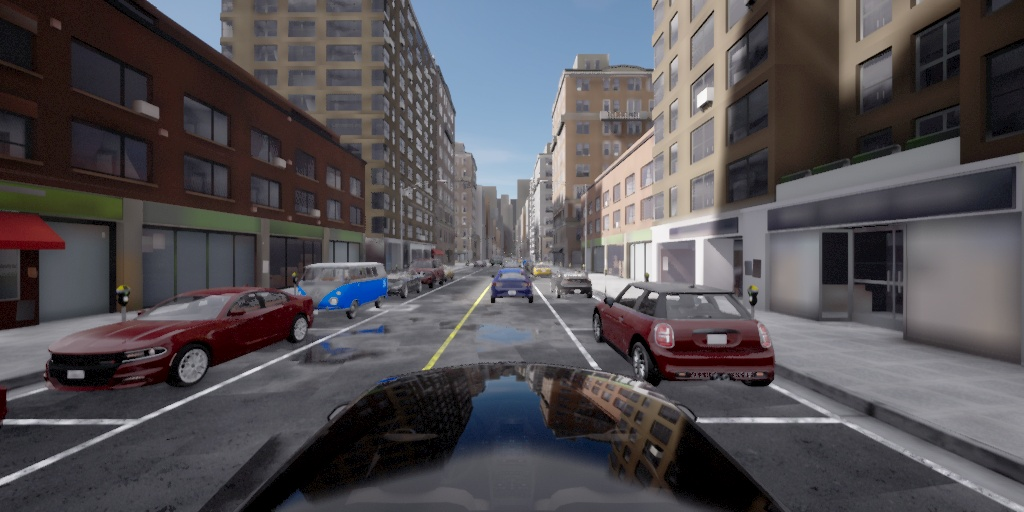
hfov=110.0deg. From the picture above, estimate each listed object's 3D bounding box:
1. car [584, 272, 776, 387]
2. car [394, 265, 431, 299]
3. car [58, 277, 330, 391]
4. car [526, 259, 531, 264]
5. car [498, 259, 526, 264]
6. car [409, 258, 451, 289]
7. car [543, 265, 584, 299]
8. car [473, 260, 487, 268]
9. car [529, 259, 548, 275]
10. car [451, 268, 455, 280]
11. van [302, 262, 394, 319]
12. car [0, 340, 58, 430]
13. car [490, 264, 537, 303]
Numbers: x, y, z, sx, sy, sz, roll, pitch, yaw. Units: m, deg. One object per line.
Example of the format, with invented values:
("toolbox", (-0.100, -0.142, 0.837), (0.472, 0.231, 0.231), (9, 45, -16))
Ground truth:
("car", (2.857, 1.188, 6.940), (1.967, 1.591, 4.097), (0, 0, 0))
("car", (-5.668, 1.302, 17.805), (2.007, 1.370, 4.403), (0, 0, 0))
("car", (-5.668, 1.293, 6.904), (1.888, 1.381, 4.507), (0, 0, 0))
("car", (2.857, 1.317, 39.630), (2.007, 1.370, 4.403), (0, 0, 0))
("car", (0.000, 1.246, 31.501), (1.882, 1.535, 5.008), (0, 0, 0))
("car", (-5.668, 1.069, 23.256), (2.192, 1.841, 5.009), (0, 0, 0))
("car", (2.857, 1.302, 17.837), (2.007, 1.370, 4.403), (0, 0, 0))
("car", (-5.668, 1.368, 61.412), (1.802, 1.307, 4.207), (0, 0, 0))
("car", (2.857, 1.287, 34.352), (1.751, 1.417, 4.829), (0, 0, 0))
("car", (-5.668, 1.283, 28.537), (1.751, 1.417, 4.829), (0, 0, 0))
("van", (-5.668, 1.090, 12.355), (1.690, 1.789, 3.998), (0, 0, 0))
("car", (-5.668, 1.293, 1.453), (1.888, 1.381, 4.507), (0, 0, 0))
("car", (0.000, 1.285, 16.500), (1.812, 1.442, 4.674), (0, 0, 0))
